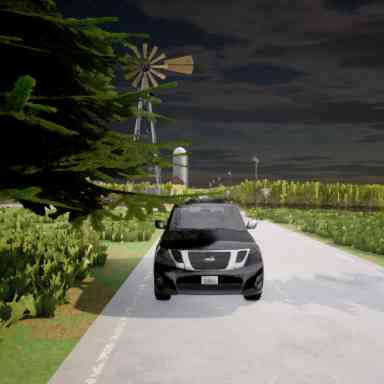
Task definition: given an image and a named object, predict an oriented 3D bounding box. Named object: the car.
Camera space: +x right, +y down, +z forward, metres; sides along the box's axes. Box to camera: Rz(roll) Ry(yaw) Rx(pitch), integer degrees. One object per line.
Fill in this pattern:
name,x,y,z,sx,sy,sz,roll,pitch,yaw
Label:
car,0.334,1.221,8.702,2.150,2.045,5.566,0,0,0
